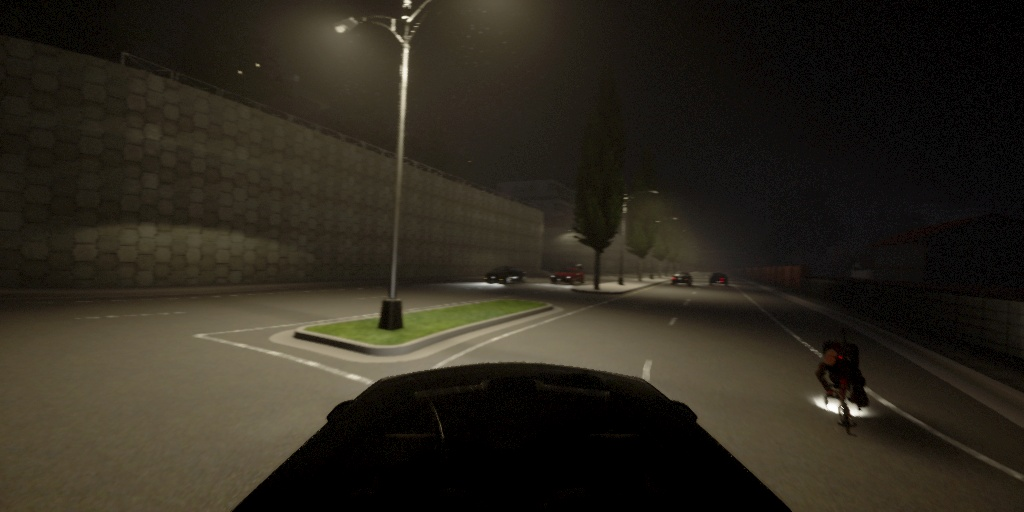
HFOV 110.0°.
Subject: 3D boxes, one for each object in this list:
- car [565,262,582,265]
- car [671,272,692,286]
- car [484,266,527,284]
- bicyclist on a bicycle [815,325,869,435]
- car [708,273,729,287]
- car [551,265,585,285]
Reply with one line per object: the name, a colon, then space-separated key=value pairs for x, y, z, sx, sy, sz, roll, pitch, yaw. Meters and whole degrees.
car: x=7.221 y=1.506 z=42.572 sx=2.128 sy=1.511 sz=4.902 roll=3 pitch=0 yaw=29
car: x=18.862 y=2.505 z=39.761 sx=2.033 sy=1.411 sz=5.357 roll=3 pitch=0 yaw=30
car: x=-0.459 y=1.503 z=29.096 sx=1.994 sy=1.385 sz=4.181 roll=3 pitch=-1 yaw=29
bicyclist on a bicycle: x=4.652 y=1.727 z=5.059 sx=0.582 sy=1.656 sz=1.620 roll=-2 pitch=-1 yaw=39
car: x=24.402 y=2.752 z=42.429 sx=1.837 sy=1.490 sz=4.892 roll=3 pitch=0 yaw=30
car: x=5.035 y=1.752 z=31.720 sx=1.812 sy=1.442 sz=4.674 roll=3 pitch=0 yaw=30
